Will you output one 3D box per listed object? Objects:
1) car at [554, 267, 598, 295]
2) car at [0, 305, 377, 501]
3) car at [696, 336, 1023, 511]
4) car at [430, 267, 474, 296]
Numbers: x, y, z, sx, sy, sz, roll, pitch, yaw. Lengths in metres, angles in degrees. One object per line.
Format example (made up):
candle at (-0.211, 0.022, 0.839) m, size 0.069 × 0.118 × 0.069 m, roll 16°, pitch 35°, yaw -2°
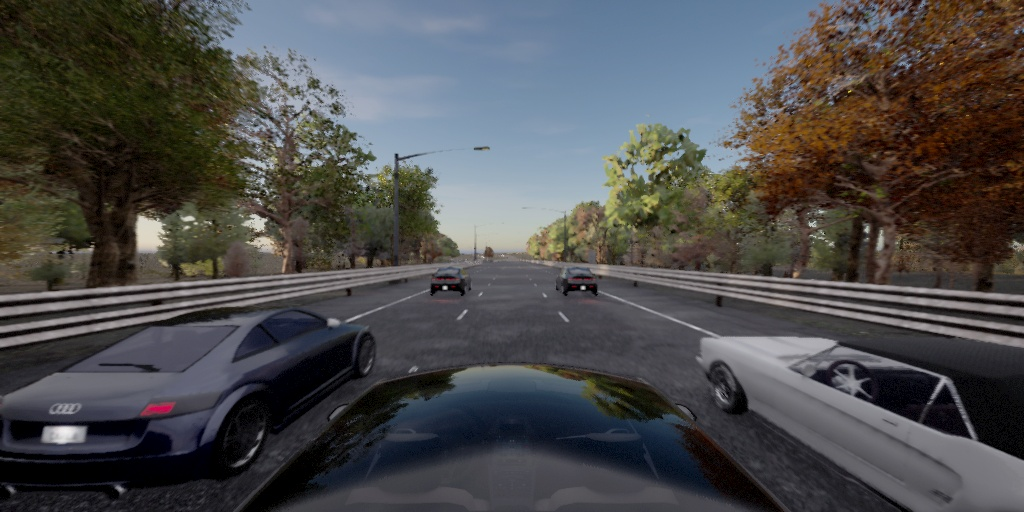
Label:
car at (3.605, 1.385, 20.609) m, size 1.837 × 1.490 × 4.892 m, roll 0°, pitch 0°, yaw 0°
car at (-3.399, 1.334, 4.730) m, size 1.994 × 1.385 × 4.181 m, roll 0°, pitch 0°, yaw 0°
car at (3.601, 1.360, 3.084) m, size 1.895 × 1.301 × 4.718 m, roll 0°, pitch 0°, yaw 0°
car at (-3.394, 1.385, 20.622) m, size 1.837 × 1.490 × 4.892 m, roll 0°, pitch 0°, yaw 0°
